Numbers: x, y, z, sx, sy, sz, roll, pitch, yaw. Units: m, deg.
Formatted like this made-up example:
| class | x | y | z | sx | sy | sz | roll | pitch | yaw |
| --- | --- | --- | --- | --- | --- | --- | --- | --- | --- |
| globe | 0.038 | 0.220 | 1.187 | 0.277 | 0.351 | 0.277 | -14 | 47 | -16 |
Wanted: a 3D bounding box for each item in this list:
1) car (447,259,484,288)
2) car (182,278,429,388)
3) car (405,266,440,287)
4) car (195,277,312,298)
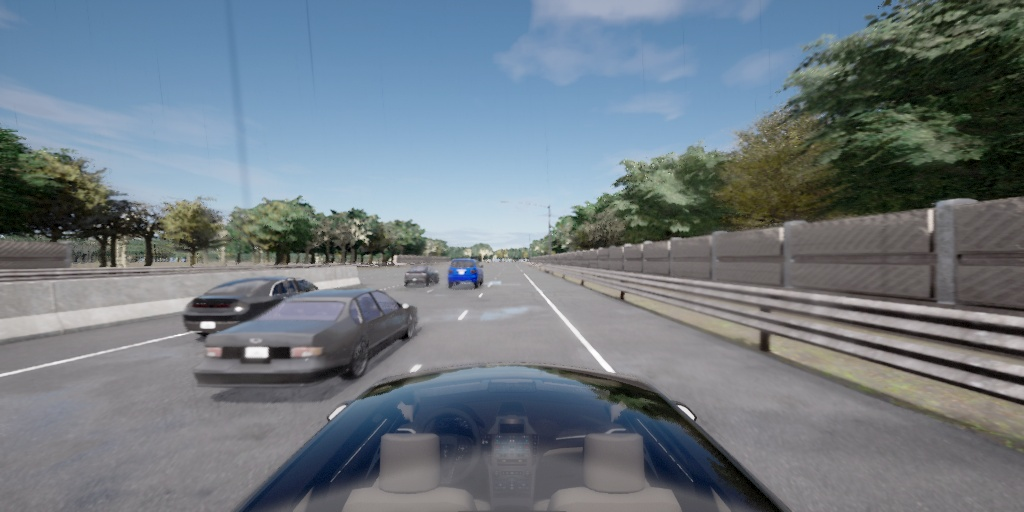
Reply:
| class | x | y | z | sx | sy | sz | roll | pitch | yaw |
| --- | --- | --- | --- | --- | --- | --- | --- | --- | --- |
| car | -3.395 | 1.246 | 26.815 | 2.150 | 2.045 | 5.566 | 0 | -1 | 0 |
| car | -3.398 | 1.358 | 7.290 | 2.033 | 1.411 | 5.357 | 0 | -1 | 0 |
| car | -6.896 | 1.527 | 27.833 | 2.128 | 1.511 | 4.902 | 0 | -1 | 0 |
| car | -6.901 | 1.352 | 10.572 | 1.837 | 1.490 | 4.892 | 0 | -1 | 0 |
